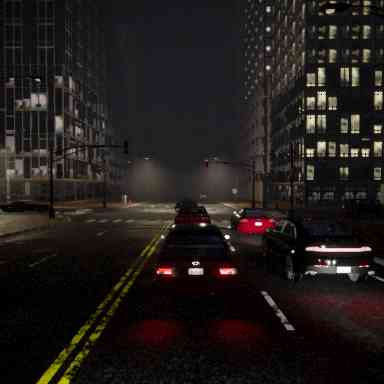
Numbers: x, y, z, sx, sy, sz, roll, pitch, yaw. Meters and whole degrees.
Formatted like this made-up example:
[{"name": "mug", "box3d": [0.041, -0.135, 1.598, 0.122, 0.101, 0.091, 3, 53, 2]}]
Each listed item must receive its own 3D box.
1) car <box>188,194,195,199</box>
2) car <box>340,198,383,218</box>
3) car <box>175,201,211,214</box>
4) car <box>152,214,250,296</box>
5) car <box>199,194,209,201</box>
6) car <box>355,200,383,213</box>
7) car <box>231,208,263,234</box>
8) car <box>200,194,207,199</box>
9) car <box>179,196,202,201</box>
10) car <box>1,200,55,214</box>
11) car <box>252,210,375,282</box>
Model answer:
[{"name": "car", "box3d": [-0.217, 1.337, 91.444, 1.895, 1.301, 4.718, 0, 0, 0]}, {"name": "car", "box3d": [16.130, 1.519, 30.245, 5.009, 1.841, 2.192, 1, 0, 1]}, {"name": "car", "box3d": [0.061, 1.468, 18.599, 1.882, 1.535, 5.008, 0, 0, 1]}, {"name": "car", "box3d": [0.081, 1.544, 8.779, 2.033, 1.411, 5.357, 0, 0, 0]}, {"name": "car", "box3d": [3.057, 1.513, 81.449, 1.895, 1.301, 4.718, 0, 0, 0]}, {"name": "car", "box3d": [21.719, 1.642, 38.545, 4.829, 1.417, 1.752, 1, 0, 1]}, {"name": "car", "box3d": [3.306, 1.554, 18.494, 1.994, 1.385, 4.181, 0, 0, 0]}, {"name": "car", "box3d": [3.033, 1.266, 91.421, 1.812, 1.442, 4.674, 0, 0, 0]}, {"name": "car", "box3d": [-0.673, 1.495, 42.406, 1.994, 1.385, 4.181, 0, -1, 18]}, {"name": "car", "box3d": [-16.329, 1.472, 33.357, 4.718, 1.301, 1.895, 0, 1, -1]}, {"name": "car", "box3d": [3.326, 1.487, 9.694, 2.128, 1.511, 4.902, 0, 0, 0]}]
